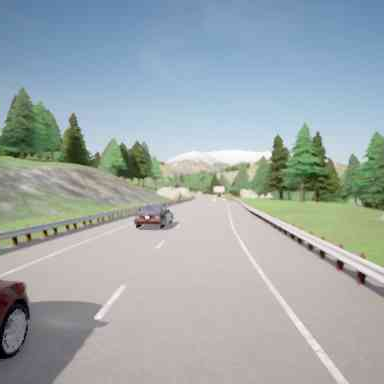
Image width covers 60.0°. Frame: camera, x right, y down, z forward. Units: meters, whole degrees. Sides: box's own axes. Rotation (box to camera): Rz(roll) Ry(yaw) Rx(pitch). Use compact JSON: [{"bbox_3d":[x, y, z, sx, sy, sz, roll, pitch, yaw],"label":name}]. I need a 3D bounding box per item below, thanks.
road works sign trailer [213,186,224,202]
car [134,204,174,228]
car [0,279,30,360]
[{"bbox_3d":[6.065,0.441,74.642,2.380,3.560,2.880,0,0,5],"label":"road works sign trailer"},{"bbox_3d":[-2.440,1.534,22.105,2.033,1.411,5.357,0,0,5],"label":"car"},{"bbox_3d":[-3.336,1.471,2.924,1.882,1.535,5.008,0,0,1],"label":"car"}]
